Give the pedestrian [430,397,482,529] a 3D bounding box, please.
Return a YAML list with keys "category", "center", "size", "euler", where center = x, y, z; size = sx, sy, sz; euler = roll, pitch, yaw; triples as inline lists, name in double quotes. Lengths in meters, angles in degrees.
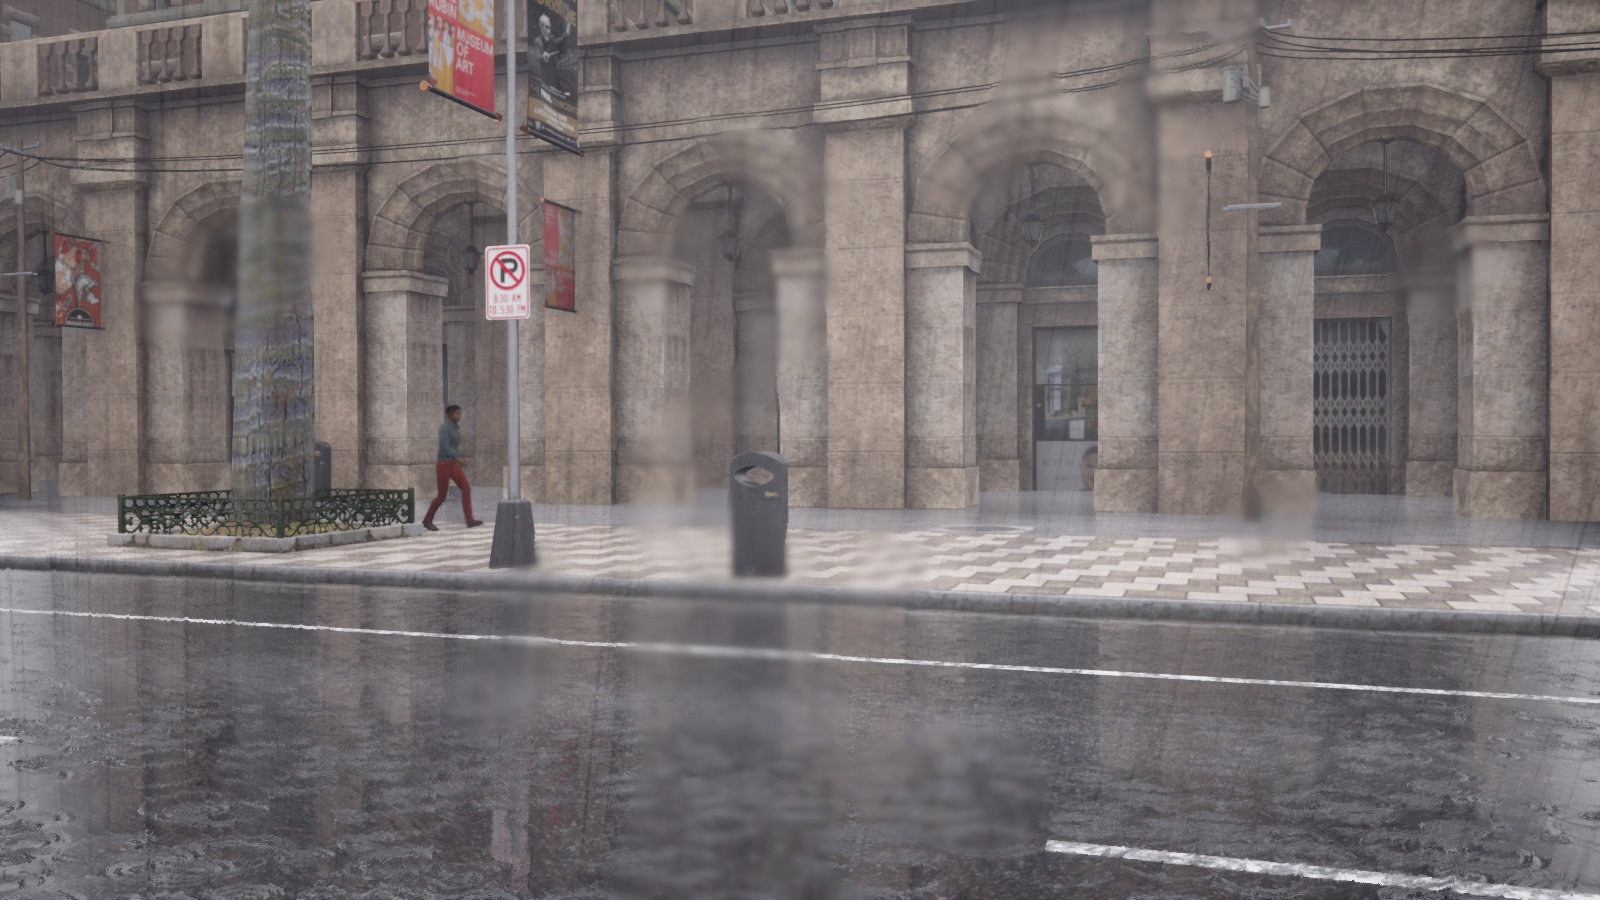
- category: "pedestrian"
  center: [-4.866, 0.181, 17.765]
  size: [0.614, 1.847, 0.353]
  euler: [1, 1, 18]
